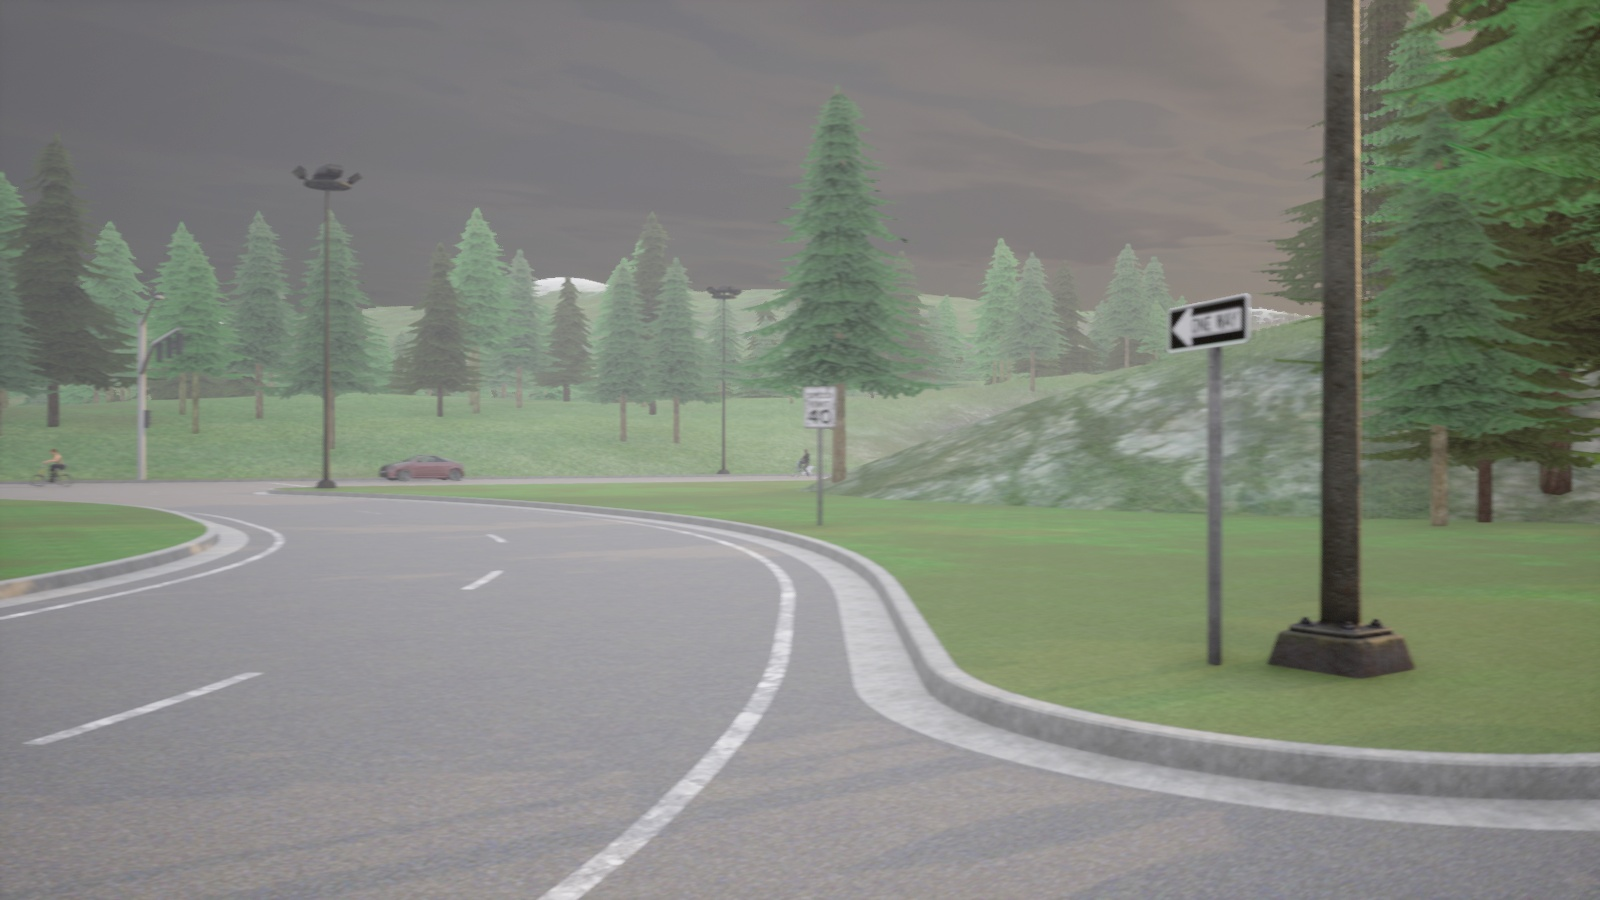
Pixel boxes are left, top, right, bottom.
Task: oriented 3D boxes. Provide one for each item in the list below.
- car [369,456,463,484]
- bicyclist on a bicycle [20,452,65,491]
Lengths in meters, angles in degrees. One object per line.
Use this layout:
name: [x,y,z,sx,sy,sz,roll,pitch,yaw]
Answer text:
car: [-19.605,1.009,64.090,4.181,1.385,1.994,0,0,-35]
bicyclist on a bicycle: [-31.239,0.875,51.791,1.509,1.612,0.866,0,0,-34]
